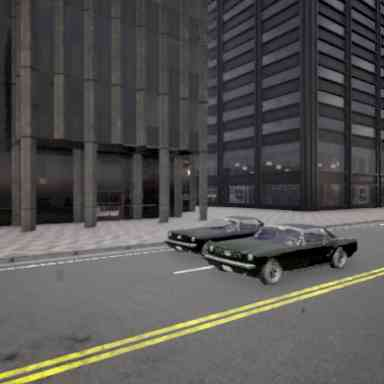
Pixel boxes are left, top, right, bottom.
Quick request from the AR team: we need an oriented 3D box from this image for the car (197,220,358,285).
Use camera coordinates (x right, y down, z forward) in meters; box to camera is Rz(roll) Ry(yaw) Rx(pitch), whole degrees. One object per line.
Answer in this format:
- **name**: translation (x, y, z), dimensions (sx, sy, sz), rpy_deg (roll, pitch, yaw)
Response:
- **car**: translation (2.686, 1.597, 9.579), dimensions (4.718, 1.301, 1.895), rpy_deg (0, 0, -35)

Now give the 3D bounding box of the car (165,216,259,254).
- **car**: translation (1.381, 1.597, 12.543), dimensions (4.718, 1.301, 1.895), rpy_deg (0, 0, -35)
